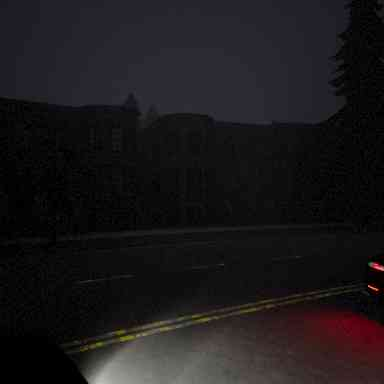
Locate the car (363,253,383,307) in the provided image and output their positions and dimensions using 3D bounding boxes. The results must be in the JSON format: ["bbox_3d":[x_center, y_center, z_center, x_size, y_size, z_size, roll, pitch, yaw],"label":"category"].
[{"bbox_3d":[5.450,1.492,6.209,4.902,1.511,2.128,0,0,-24],"label":"car"}]

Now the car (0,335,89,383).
[{"bbox_3d":[-3.091,1.547,1.378,5.357,1.411,2.033,0,0,-37],"label":"car"}]
